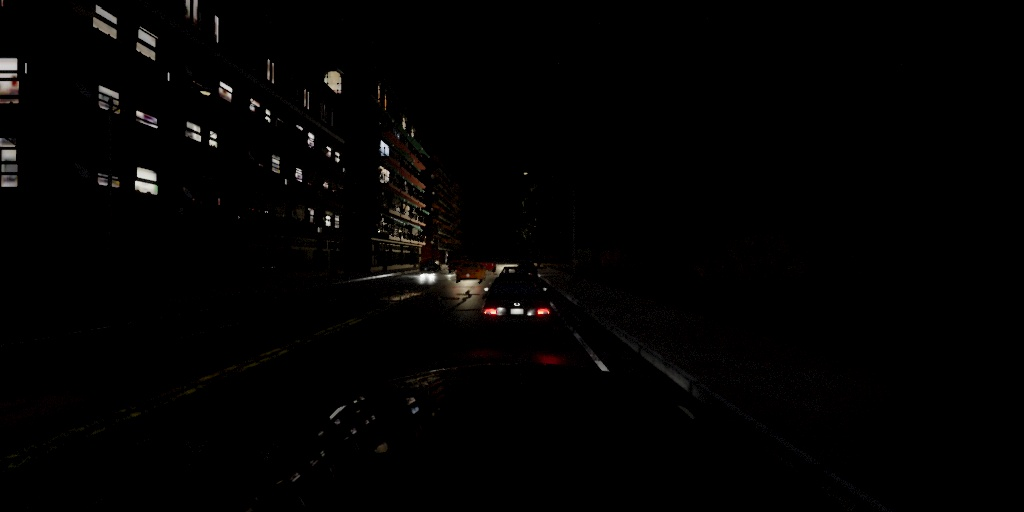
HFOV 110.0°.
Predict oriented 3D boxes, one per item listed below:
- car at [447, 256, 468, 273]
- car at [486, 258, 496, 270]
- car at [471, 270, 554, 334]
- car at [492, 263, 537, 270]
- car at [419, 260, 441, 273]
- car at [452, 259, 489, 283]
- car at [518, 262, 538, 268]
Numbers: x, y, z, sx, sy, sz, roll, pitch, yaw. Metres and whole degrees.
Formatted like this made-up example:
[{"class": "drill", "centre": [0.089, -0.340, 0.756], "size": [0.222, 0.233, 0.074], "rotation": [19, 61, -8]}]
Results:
[{"class": "car", "centre": [-6.563, 0.975, 44.714], "size": [2.150, 2.045, 5.566], "rotation": [0, 0, 0]}, {"class": "car", "centre": [-3.110, 1.105, 45.238], "size": [2.097, 1.767, 4.553], "rotation": [0, 0, 0]}, {"class": "car", "centre": [0.110, 1.299, 10.593], "size": [2.033, 1.411, 5.357], "rotation": [0, 0, 0]}, {"class": "car", "centre": [0.116, 1.300, 20.955], "size": [2.033, 1.411, 5.357], "rotation": [0, 0, 0]}, {"class": "car", "centre": [-9.814, 1.245, 43.315], "size": [2.128, 1.511, 4.902], "rotation": [0, 0, 0]}, {"class": "car", "centre": [-3.128, 1.231, 27.945], "size": [1.882, 1.535, 5.008], "rotation": [0, 0, 0]}, {"class": "car", "centre": [1.163, 1.259, 30.722], "size": [1.837, 1.490, 4.892], "rotation": [0, 0, 0]}]
